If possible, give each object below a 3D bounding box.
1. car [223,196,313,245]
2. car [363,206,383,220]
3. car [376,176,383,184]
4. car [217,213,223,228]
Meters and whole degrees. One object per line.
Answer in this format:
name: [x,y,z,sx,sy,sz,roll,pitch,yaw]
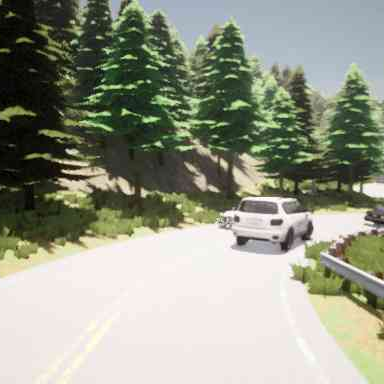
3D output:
car: [3.708,1.216,14.654,2.150,2.045,5.566,3,2,32]
car: [13.883,1.533,21.916,5.357,1.411,2.033,0,5,-20]
car: [37.289,-2.334,64.533,2.128,1.511,4.902,4,7,45]
car: [3.484,1.341,19.434,4.674,1.442,1.812,-1,3,-43]
